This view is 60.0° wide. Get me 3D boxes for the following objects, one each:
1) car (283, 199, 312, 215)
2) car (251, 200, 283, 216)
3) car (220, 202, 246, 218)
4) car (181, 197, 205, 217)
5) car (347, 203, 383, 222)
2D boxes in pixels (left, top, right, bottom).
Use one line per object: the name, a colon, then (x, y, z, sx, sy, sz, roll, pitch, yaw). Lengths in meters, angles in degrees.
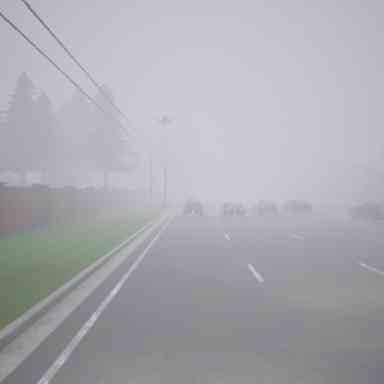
car: (10.605, 1.460, 33.831, 1.882, 1.535, 5.008, 0, 0, 0)
car: (7.094, 1.509, 32.327, 1.812, 1.442, 4.674, 0, 0, 0)
car: (3.606, 1.585, 30.248, 1.895, 1.301, 4.718, 0, 0, 0)
car: (0.104, 1.487, 31.213, 1.837, 1.490, 4.892, 0, 0, 0)
car: (14.104, 1.535, 25.771, 2.033, 1.411, 5.357, 0, 0, 0)
